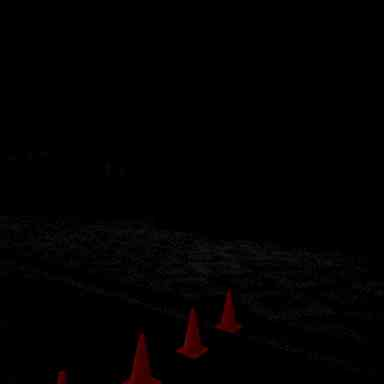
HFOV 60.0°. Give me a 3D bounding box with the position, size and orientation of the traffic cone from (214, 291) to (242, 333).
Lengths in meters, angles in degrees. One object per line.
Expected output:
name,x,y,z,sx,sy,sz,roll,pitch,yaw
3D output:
traffic cone,0.597,1.903,5.404,0.340,0.580,0.340,2,1,36

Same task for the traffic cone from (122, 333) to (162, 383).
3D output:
traffic cone,-0.575,1.902,3.782,0.340,0.580,0.340,1,1,36

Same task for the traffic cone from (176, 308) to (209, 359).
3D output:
traffic cone,0.011,1.902,4.593,0.340,0.580,0.340,1,1,36

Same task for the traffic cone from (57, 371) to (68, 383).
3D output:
traffic cone,-1.161,1.901,2.972,0.340,0.580,0.340,1,1,36
